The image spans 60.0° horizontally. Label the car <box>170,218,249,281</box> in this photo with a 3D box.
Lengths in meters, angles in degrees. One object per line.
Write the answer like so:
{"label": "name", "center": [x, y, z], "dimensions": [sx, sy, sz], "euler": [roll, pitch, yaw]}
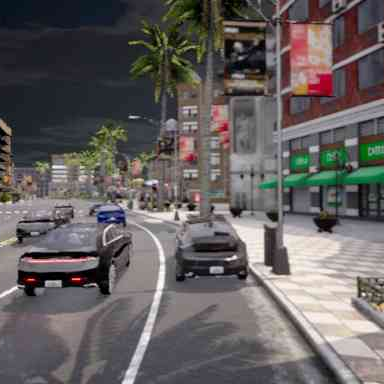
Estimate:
{"label": "car", "center": [0.375, 1.539, 9.988], "dimensions": [1.837, 1.490, 4.892], "euler": [-1, 0, -4]}

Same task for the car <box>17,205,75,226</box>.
{"label": "car", "center": [-7.493, 1.645, 17.114], "dimensions": [2.128, 1.511, 4.902], "euler": [-1, 0, -12]}

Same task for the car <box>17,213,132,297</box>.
{"label": "car", "center": [-2.757, 1.557, 8.803], "dimensions": [2.128, 1.511, 4.902], "euler": [-1, 0, -2]}

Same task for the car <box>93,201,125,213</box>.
{"label": "car", "center": [-5.874, 1.639, 23.856], "dimensions": [1.882, 1.535, 5.008], "euler": [-1, -1, -17]}

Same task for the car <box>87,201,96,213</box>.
{"label": "car", "center": [-10.141, 1.762, 35.923], "dimensions": [1.837, 1.490, 4.892], "euler": [-1, 0, -20]}

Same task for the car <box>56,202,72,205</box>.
{"label": "car", "center": [-12.662, 1.765, 32.894], "dimensions": [2.128, 1.511, 4.902], "euler": [-1, 0, -20]}
